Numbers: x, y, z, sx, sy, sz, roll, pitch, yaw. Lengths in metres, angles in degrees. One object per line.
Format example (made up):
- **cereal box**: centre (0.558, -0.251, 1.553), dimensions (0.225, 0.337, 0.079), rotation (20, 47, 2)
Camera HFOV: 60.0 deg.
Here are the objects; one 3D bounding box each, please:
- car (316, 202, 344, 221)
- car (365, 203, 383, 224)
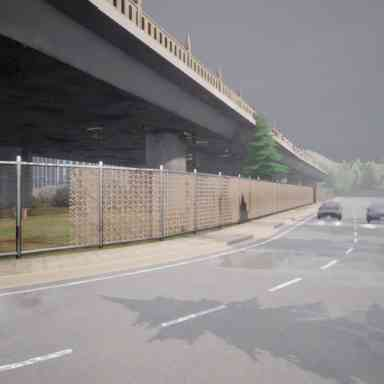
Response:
- **car**: centre (11.610, 1.547, 27.859), dimensions (2.033, 1.411, 5.357), rotation (0, 0, 26)
- **car**: centre (13.897, 1.525, 24.563), dimensions (1.812, 1.442, 4.674), rotation (0, 0, 26)
